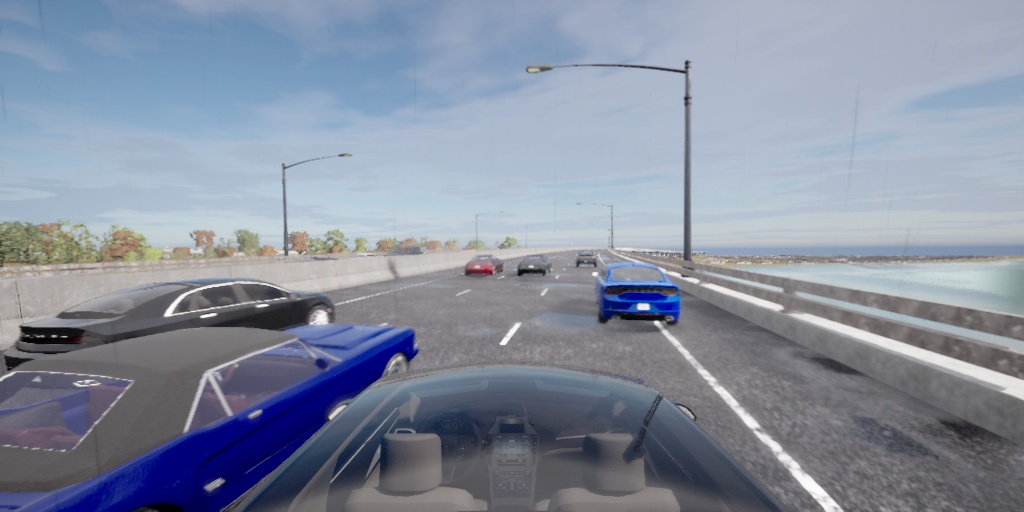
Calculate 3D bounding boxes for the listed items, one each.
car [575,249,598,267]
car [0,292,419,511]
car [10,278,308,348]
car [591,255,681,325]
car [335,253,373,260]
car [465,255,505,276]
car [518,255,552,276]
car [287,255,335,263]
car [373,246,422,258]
[{"bbox_3d":[6.967,0.194,33.502,2.128,1.511,4.902,0,2,13],"label":"car"},{"bbox_3d":[-2.677,1.332,3.328,1.895,1.301,4.718,0,2,11],"label":"car"},{"bbox_3d":[-5.554,1.162,6.859,1.837,1.490,4.892,0,2,11],"label":"car"},{"bbox_3d":[3.443,0.917,10.523,1.882,1.535,5.008,0,2,11],"label":"car"},{"bbox_3d":[-14.412,0.451,34.504,1.812,1.442,4.674,0,2,12],"label":"car"},{"bbox_3d":[-1.840,0.617,25.318,1.994,1.385,4.181,0,2,12],"label":"car"},{"bbox_3d":[1.647,0.588,24.898,1.994,1.385,4.181,0,2,12],"label":"car"},{"bbox_3d":[-18.289,0.613,33.109,1.895,1.301,4.718,0,2,12],"label":"car"},{"bbox_3d":[-10.726,0.086,35.062,2.150,2.045,5.566,0,2,12],"label":"car"}]
